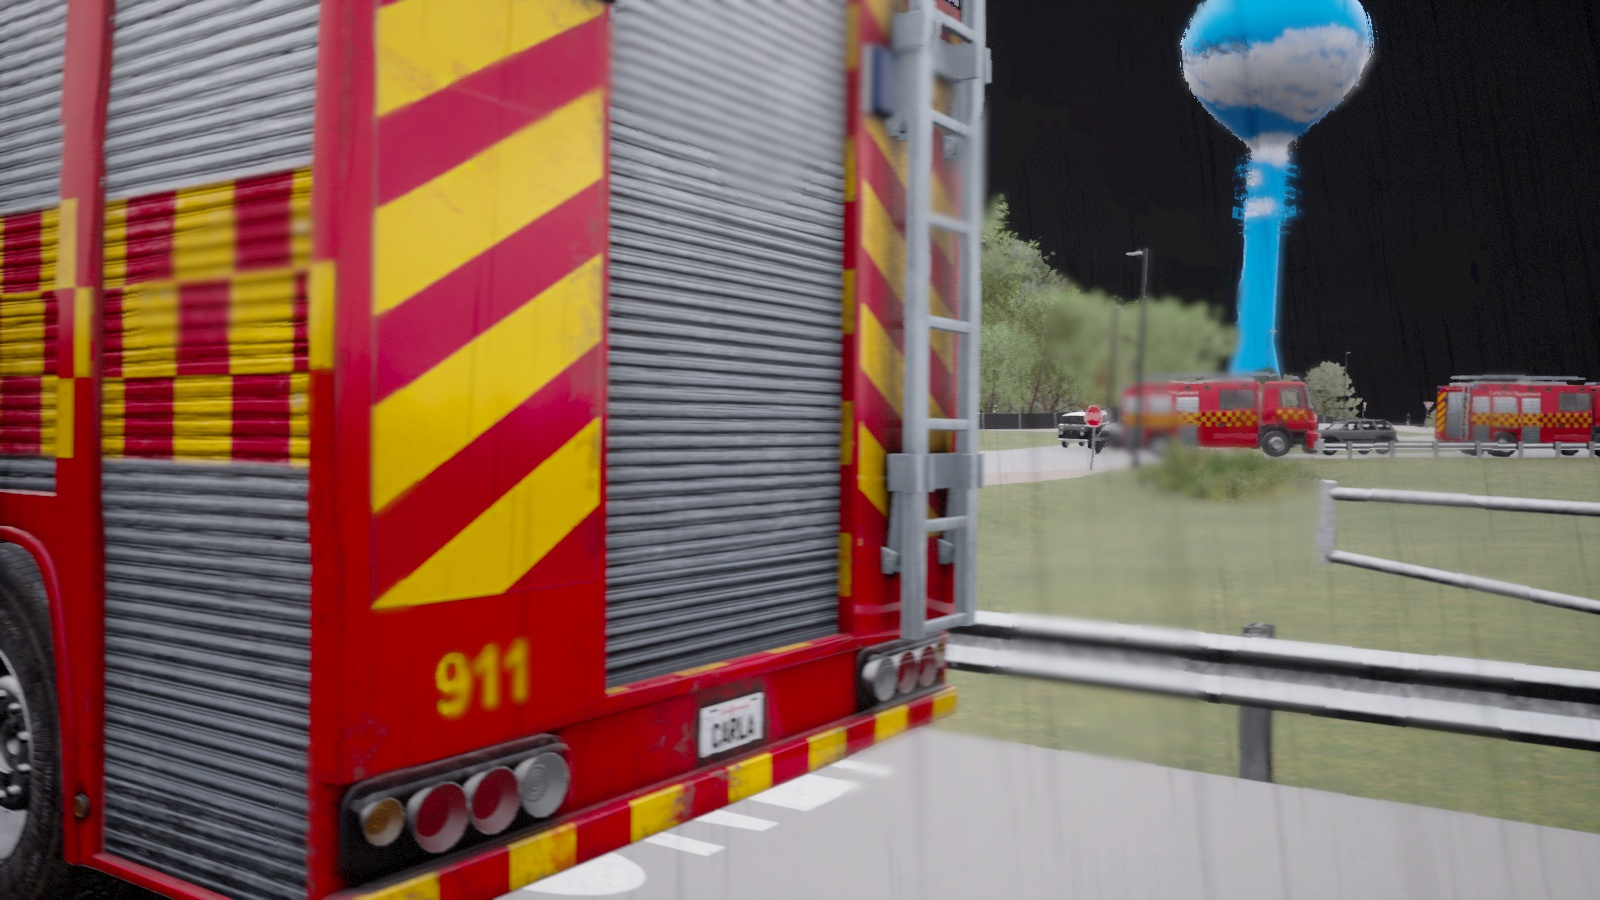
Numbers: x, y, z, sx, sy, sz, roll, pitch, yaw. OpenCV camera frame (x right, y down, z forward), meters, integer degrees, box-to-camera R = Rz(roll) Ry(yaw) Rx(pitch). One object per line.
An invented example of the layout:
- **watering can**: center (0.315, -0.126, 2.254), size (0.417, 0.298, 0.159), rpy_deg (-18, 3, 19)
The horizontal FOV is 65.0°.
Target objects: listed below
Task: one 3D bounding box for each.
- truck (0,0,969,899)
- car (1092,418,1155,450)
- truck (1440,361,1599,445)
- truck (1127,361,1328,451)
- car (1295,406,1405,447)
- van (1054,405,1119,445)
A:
- **truck**: center (-3.673, -0.488, 6.066), size (8.468, 3.827, 2.891), rpy_deg (0, 1, 34)
- **car**: center (16.896, -0.865, 65.415), size (1.837, 1.490, 4.892), rpy_deg (2, 3, 32)
- **truck**: center (35.344, -2.250, 59.792), size (8.468, 3.827, 2.891), rpy_deg (-1, 1, -5)
- **truck**: center (19.638, -1.944, 57.745), size (8.468, 3.827, 2.891), rpy_deg (-1, 1, 24)
- **car**: center (27.041, -1.157, 61.819), size (4.605, 1.855, 1.932), rpy_deg (-1, 1, -7)
- **van**: center (16.133, -1.442, 70.662), size (2.069, 2.038, 4.480), rpy_deg (2, 4, 34)
